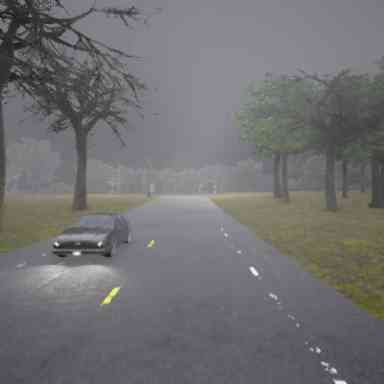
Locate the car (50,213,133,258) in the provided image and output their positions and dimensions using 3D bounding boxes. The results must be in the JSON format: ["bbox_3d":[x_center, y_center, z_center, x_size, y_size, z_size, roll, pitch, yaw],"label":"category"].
[{"bbox_3d":[-3.595,1.530,13.049,2.033,1.411,5.357,0,0,0],"label":"car"}]
